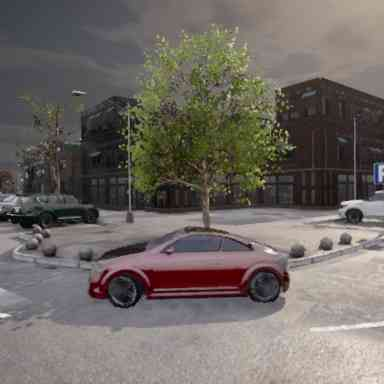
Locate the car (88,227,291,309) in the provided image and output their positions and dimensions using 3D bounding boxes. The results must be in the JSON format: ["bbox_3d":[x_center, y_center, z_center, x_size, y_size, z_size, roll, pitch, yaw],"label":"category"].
[{"bbox_3d":[-0.053,1.483,7.249,4.181,1.385,1.994,-1,1,-3],"label":"car"}]

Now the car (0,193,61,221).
[{"bbox_3d":[-14.132,1.138,27.887,2.435,2.045,5.566,0,0,31],"label":"car"}]

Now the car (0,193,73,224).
[{"bbox_3d":[-12.260,1.136,25.595,2.435,2.045,5.566,0,0,31],"label":"car"}]

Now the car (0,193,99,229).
[{"bbox_3d":[-8.499,1.132,21.069,2.435,2.045,5.566,0,0,31],"label":"car"}]

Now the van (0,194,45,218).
[{"bbox_3d":[-15.940,1.165,30.306,1.878,1.987,4.442,0,0,31],"label":"van"}]

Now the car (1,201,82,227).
[{"bbox_3d":[-10.375,1.415,23.304,2.163,1.488,4.792,0,0,31],"label":"car"}]

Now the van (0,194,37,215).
[{"bbox_3d":[-17.813,1.167,32.597,1.878,1.987,4.442,0,0,31],"label":"van"}]

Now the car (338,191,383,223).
[{"bbox_3d":[12.083,0.900,20.632,5.566,2.045,2.435,-1,0,32],"label":"car"}]
